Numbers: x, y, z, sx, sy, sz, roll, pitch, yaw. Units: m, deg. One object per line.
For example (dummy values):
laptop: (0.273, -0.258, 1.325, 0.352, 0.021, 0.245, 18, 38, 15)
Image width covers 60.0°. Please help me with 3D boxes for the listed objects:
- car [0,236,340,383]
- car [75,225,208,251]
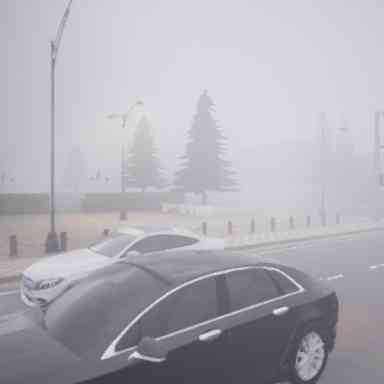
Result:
car: (-0.291, 1.502, 3.758, 4.892, 1.490, 1.837, 0, 0, -35)
car: (-1.187, 1.521, 7.411, 4.674, 1.442, 1.812, -1, 0, -35)
